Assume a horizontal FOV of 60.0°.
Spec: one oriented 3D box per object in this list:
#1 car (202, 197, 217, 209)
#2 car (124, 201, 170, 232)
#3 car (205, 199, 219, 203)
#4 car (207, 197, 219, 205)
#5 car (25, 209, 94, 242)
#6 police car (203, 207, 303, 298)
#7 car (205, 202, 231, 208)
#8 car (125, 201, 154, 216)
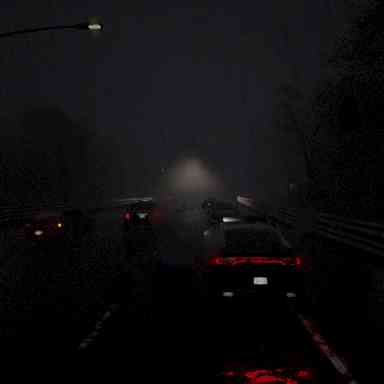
[{"bbox_3d":[2.448,1.589,45.158,1.994,1.385,4.181,0,0,6],"label":"car"},{"bbox_3d":[-2.592,1.356,20.120,2.097,1.767,4.553,0,0,3],"label":"car"},{"bbox_3d":[2.063,1.512,24.362,1.837,1.490,4.892,0,0,3],"label":"car"},{"bbox_3d":[3.866,1.593,60.718,2.033,1.411,5.357,0,0,6],"label":"car"},{"bbox_3d":[-6.284,1.527,16.167,1.812,1.442,4.674,0,0,3],"label":"car"},{"bbox_3d":[1.348,1.426,8.689,1.930,1.638,5.238,0,0,2],"label":"police car"},{"bbox_3d":[1.756,1.530,18.446,1.812,1.442,4.674,0,0,3],"label":"car"},{"bbox_3d":[-5.274,1.613,34.180,1.895,1.301,4.718,0,0,4],"label":"car"}]
